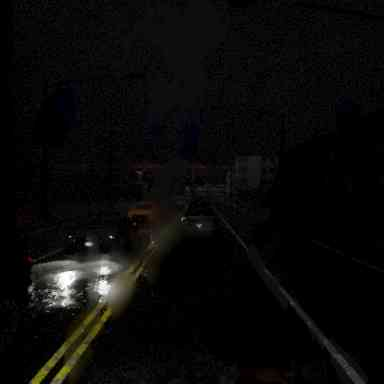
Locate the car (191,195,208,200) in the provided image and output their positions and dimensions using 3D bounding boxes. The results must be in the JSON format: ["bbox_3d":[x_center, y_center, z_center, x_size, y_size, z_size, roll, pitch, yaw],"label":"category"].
[{"bbox_3d":[0.907,1.284,40.459,2.097,1.767,4.553,0,0,1],"label":"car"}]

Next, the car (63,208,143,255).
[{"bbox_3d":[-3.361,1.523,12.937,1.994,1.385,4.181,0,0,1],"label":"car"}]

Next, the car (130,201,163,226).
[{"bbox_3d":[-3.134,1.420,23.049,1.882,1.535,5.008,0,0,1],"label":"car"}]

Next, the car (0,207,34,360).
[{"bbox_3d":[-3.572,1.198,2.950,2.150,2.045,5.566,0,0,1],"label":"car"}]

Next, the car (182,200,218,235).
[{"bbox_3d":[0.458,1.460,18.718,2.128,1.511,4.902,0,0,1],"label":"car"}]
